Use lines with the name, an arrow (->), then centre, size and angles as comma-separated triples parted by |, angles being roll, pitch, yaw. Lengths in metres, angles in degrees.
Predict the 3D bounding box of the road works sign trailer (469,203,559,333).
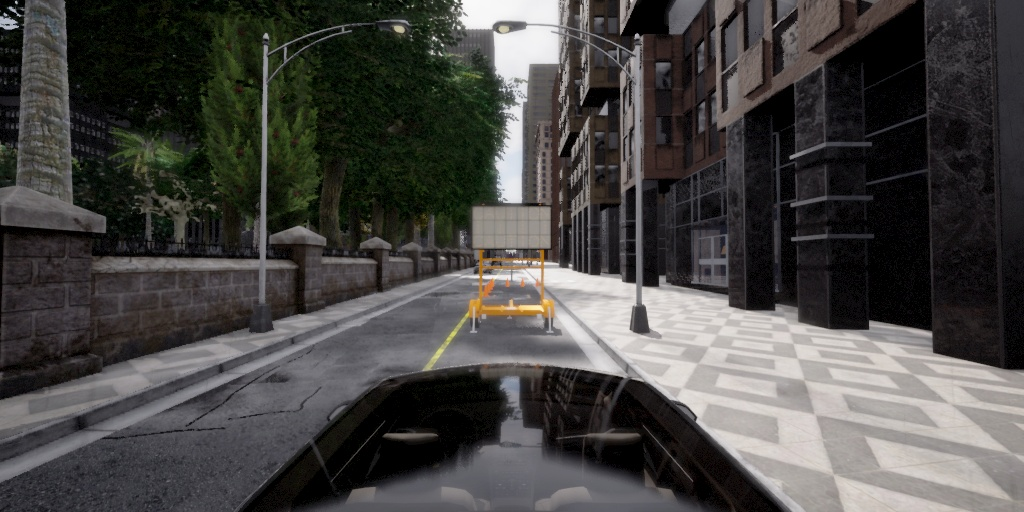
road works sign trailer -> -0.009, 0.221, 10.757 | 2.380, 3.560, 2.880 | 0, 0, 0

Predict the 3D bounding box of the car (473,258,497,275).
car -> -3.145, 1.301, 39.417 | 2.128, 1.511, 4.902 | 0, 0, 0
